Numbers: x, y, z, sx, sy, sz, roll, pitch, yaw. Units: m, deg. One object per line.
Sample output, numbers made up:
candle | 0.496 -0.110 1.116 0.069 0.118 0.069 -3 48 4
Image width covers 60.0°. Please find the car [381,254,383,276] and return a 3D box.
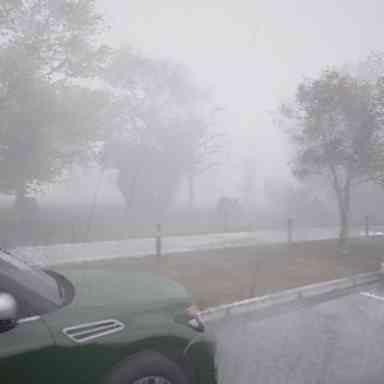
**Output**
car | 7.110 1.522 8.551 5.366 1.575 1.946 0 -2 -29

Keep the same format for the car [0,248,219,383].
car | -2.409 1.220 2.391 5.566 2.045 2.435 0 -2 -35
